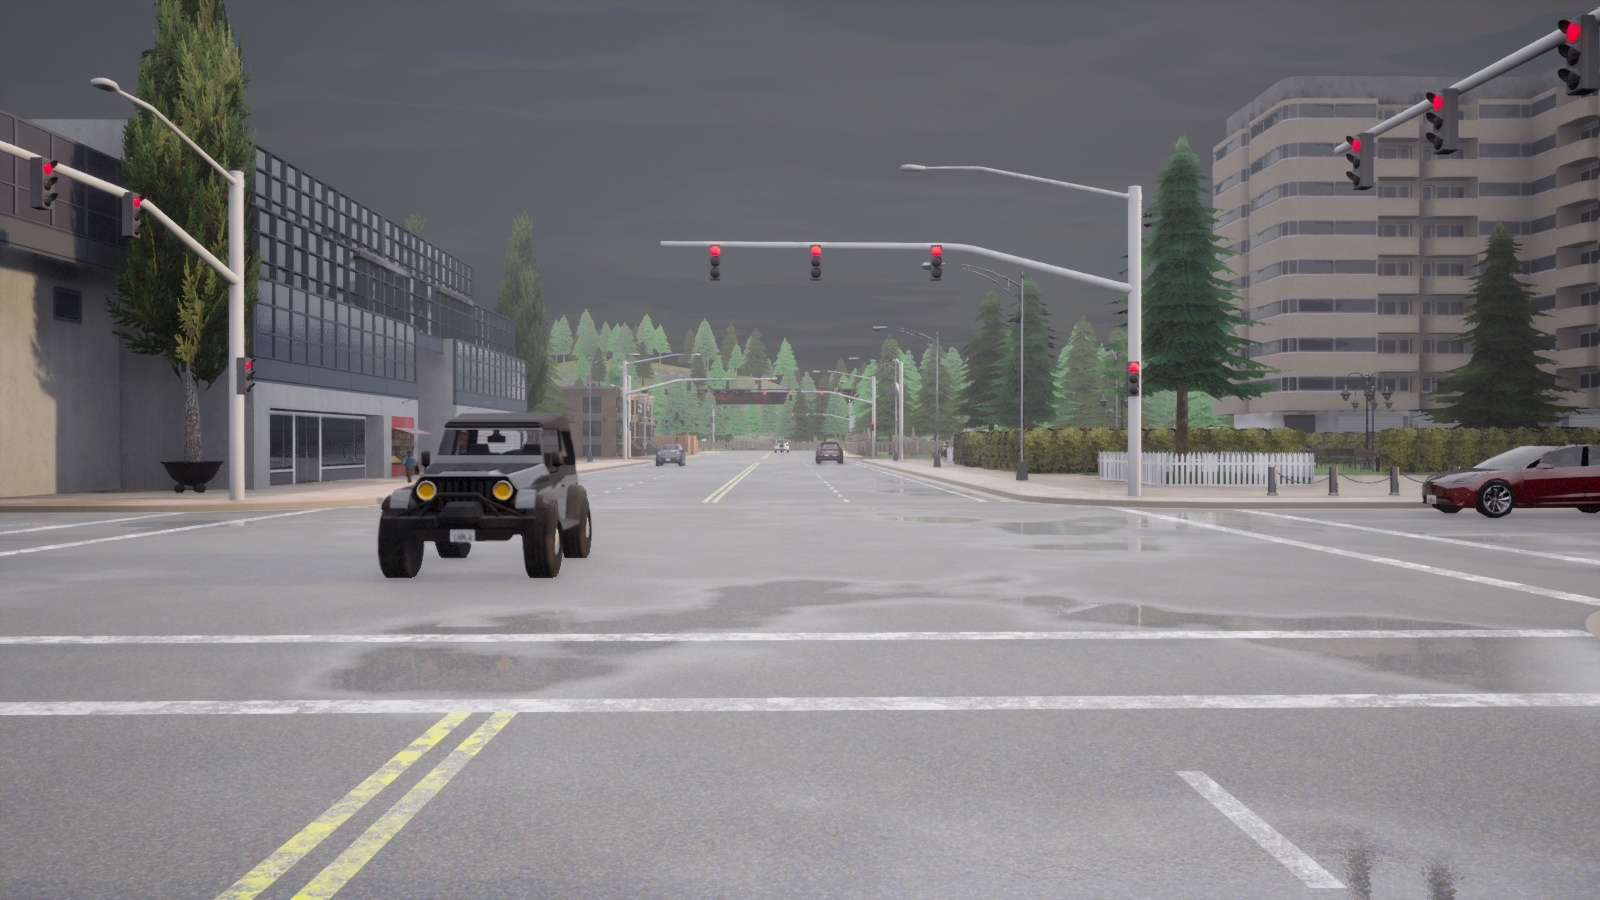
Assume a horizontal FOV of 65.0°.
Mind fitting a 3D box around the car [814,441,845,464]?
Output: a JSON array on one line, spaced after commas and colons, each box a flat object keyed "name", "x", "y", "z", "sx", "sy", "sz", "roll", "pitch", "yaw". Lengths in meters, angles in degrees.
[{"name": "car", "x": 2.115, "y": 0.165, "z": 90.991, "sx": 2.033, "sy": 1.649, "sz": 4.856, "roll": 0, "pitch": 0, "yaw": -1}]

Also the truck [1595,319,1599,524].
[{"name": "truck", "x": 19.204, "y": -0.528, "z": 22.210, "sx": 8.468, "sy": 3.827, "sz": 2.891, "roll": 0, "pitch": 0, "yaw": -1}]

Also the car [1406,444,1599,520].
[{"name": "car", "x": 15.302, "y": 0.614, "z": 25.652, "sx": 4.792, "sy": 1.488, "sz": 2.163, "roll": 0, "pitch": 0, "yaw": -1}]

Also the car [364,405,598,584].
[{"name": "car", "x": -3.652, "y": 0.454, "z": 15.088, "sx": 1.905, "sy": 1.878, "sz": 3.866, "roll": 0, "pitch": 0, "yaw": -1}]

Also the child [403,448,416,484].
[{"name": "child", "x": -13.011, "y": 0.538, "z": 41.846, "sx": 0.343, "sy": 1.192, "sz": 0.448, "roll": 0, "pitch": 0, "yaw": -3}]

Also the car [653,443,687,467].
[{"name": "car", "x": -8.229, "y": 0.304, "z": 79.713, "sx": 1.845, "sy": 1.501, "sz": 3.633, "roll": 0, "pitch": 0, "yaw": -1}]
